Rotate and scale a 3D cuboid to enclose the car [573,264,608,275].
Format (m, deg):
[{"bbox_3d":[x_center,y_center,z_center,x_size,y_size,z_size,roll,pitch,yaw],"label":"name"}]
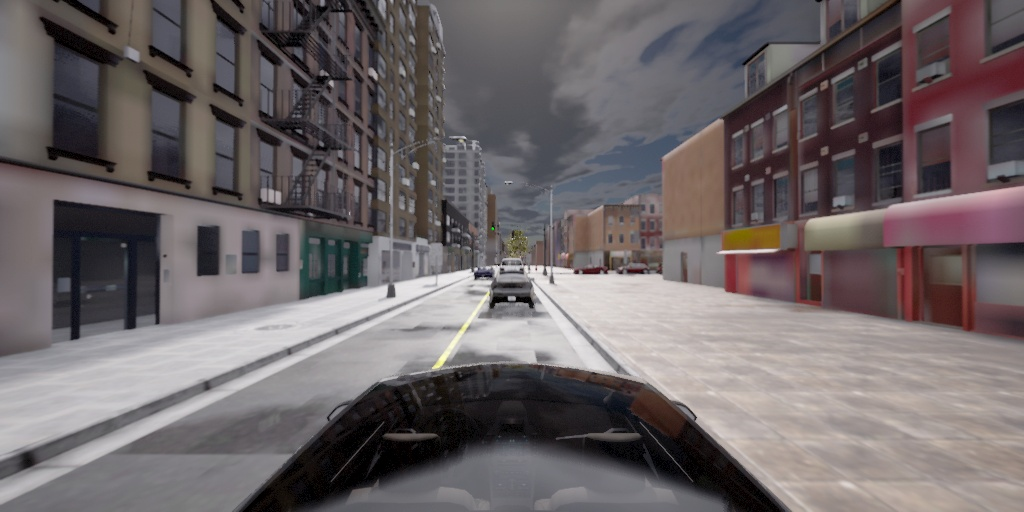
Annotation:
[{"bbox_3d":[10.352,1.758,47.203,4.507,1.381,1.888,0,0,0],"label":"car"}]

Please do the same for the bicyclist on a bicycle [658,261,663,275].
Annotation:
[{"bbox_3d":[17.364,1.453,41.564,0.582,1.620,1.656,0,-1,0],"label":"bicyclist on a bicycle"}]

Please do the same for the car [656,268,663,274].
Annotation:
[{"bbox_3d":[21.281,1.747,47.197,4.507,1.381,1.888,0,0,0],"label":"car"}]

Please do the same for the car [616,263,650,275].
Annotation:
[{"bbox_3d":[15.816,1.647,47.201,4.097,1.591,1.967,0,0,0],"label":"car"}]

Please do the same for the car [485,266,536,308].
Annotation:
[{"bbox_3d":[-0.001,1.393,16.146,1.837,1.490,4.892,0,0,0],"label":"car"}]

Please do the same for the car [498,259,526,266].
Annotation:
[{"bbox_3d":[-0.009,1.249,30.888,2.150,2.045,5.566,0,-1,0],"label":"car"}]

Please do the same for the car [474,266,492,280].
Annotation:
[{"bbox_3d":[-2.765,1.698,36.479,1.895,1.301,4.718,0,-1,0],"label":"car"}]
